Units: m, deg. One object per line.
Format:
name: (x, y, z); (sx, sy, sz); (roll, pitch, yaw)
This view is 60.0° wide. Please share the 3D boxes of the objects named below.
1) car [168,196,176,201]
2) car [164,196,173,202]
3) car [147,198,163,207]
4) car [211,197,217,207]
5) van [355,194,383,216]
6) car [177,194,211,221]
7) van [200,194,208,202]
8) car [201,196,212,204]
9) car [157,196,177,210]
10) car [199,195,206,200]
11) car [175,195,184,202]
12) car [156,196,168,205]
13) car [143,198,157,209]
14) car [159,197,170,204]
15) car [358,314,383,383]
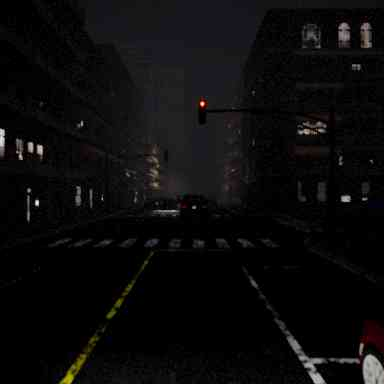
car: (-5.453, 1.660, 89.653); (1.802, 1.307, 4.206); (-1, 0, 0)
car: (-5.484, 1.587, 78.427); (1.752, 1.417, 4.829); (-1, 0, 0)
car: (-5.559, 1.595, 50.957); (1.947, 1.339, 4.313); (0, 0, 0)
car: (2.820, 1.469, 50.930); (1.967, 1.590, 4.097); (-1, 0, 0)
van: (15.716, 1.044, 27.466); (3.998, 1.788, 1.690); (-1, 1, -1)
car: (0.172, 1.231, 27.150); (2.150, 2.045, 5.566); (0, 0, 0)
van: (2.895, 1.403, 78.569); (1.690, 1.788, 3.998); (-1, 0, 0)
car: (2.867, 1.598, 67.513); (2.008, 1.369, 4.403); (-1, 0, 0)
car: (-2.982, 1.584, 42.350); (1.994, 1.385, 4.181); (0, 0, 0)
car: (2.942, 1.631, 95.153); (1.887, 1.381, 4.507); (-1, 0, 0)
car: (-2.799, 1.332, 73.966); (1.837, 1.490, 4.892); (0, 0, 0)
car: (-5.530, 1.481, 62.013); (1.967, 1.590, 4.097); (-1, 0, 0)
car: (-5.574, 1.574, 45.430); (2.008, 1.369, 4.403); (0, 0, 0)
car: (-5.514, 1.629, 67.542); (1.802, 1.307, 4.206); (-1, 0, 0)
car: (2.687, 1.545, 1.931); (1.887, 1.381, 4.507); (0, 0, 0)
